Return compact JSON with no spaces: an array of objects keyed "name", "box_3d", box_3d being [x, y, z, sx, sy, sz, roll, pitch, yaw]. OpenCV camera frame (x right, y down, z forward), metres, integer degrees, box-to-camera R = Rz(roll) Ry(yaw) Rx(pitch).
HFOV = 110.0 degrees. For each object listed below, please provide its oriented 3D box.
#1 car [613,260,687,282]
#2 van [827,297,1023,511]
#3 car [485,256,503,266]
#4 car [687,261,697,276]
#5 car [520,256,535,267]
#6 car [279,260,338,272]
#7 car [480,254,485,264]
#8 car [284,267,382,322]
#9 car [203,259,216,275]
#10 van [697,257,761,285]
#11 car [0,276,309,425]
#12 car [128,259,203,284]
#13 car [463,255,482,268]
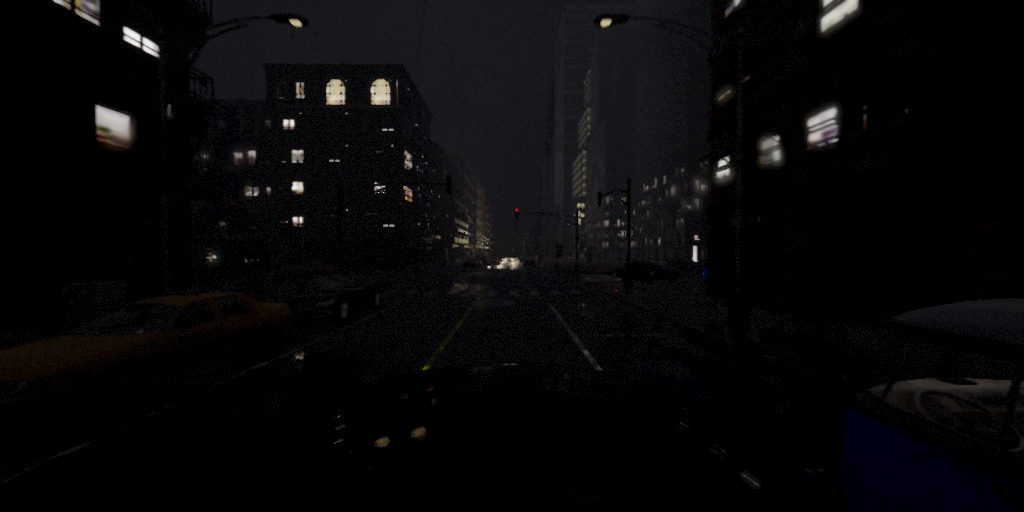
[{"name":"car","box_3d":[9.811,1.110,26.130,4.674,1.442,1.812,0,1,0]},{"name":"van","box_3d":[2.689,1.100,0.445,1.690,1.789,3.998,0,0,0]},{"name":"car","box_3d":[-3.029,0.824,61.750,1.882,1.535,5.008,0,0,1]},{"name":"car","box_3d":[14.674,1.013,31.844,4.313,1.339,1.948,0,0,0]},{"name":"car","box_3d":[2.653,0.931,55.580,1.888,1.381,4.507,0,0,0]},{"name":"car","box_3d":[-17.885,1.047,31.790,4.829,1.417,1.751,0,0,0]},{"name":"car","box_3d":[-5.695,0.827,55.522,1.967,1.591,4.097,0,0,0]},{"name":"car","box_3d":[-5.692,1.231,11.808,2.007,1.370,4.403,0,0,0]},{"name":"car","box_3d":[-28.783,0.991,31.772,4.097,1.591,1.967,0,0,0]},{"name":"van","box_3d":[14.687,0.969,23.465,3.998,1.789,1.690,0,0,0]},{"name":"car","box_3d":[-5.692,1.245,5.974,1.751,1.417,4.829,0,0,0]},{"name":"car","box_3d":[-23.236,1.157,23.403,4.097,1.591,1.967,0,0,0]},{"name":"car","box_3d":[-5.694,0.970,49.874,1.888,1.381,4.507,0,0,0]}]
